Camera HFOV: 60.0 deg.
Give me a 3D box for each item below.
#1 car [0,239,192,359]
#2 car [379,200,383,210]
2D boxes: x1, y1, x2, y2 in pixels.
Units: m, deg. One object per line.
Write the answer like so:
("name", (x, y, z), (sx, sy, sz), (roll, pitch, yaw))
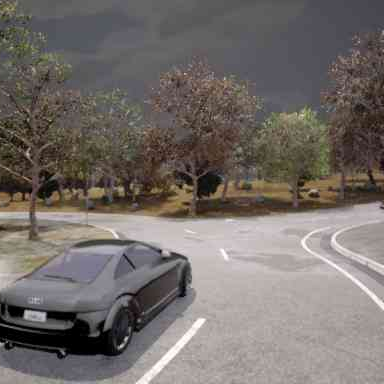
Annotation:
("car", (-1.426, 1.568, 6.202), (1.994, 1.385, 4.181), (0, 0, 17))
("car", (16.421, 0.643, 24.490), (5.357, 1.411, 2.033), (-6, 2, -19))
